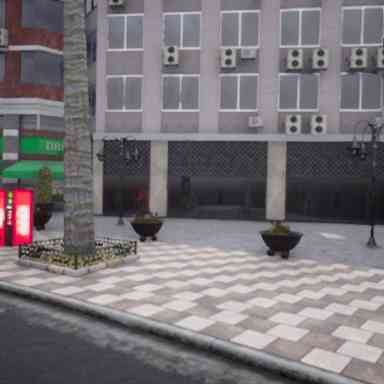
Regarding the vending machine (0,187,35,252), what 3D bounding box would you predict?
[{"bbox_3d":[-6.186,0.887,11.441,0.880,2.100,1.100,2,1,23],"label":"vending machine"}]
